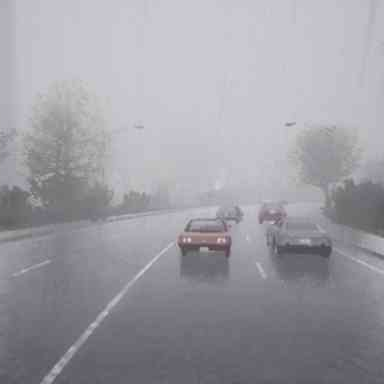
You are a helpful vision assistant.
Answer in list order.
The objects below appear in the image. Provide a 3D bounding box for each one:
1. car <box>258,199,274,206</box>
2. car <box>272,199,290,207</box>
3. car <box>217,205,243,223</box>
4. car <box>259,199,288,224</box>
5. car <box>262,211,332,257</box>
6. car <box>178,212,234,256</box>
[{"bbox_3d":[16.092,2.216,72.372,1.812,1.442,4.674,0,-1,35],"label":"car"},{"bbox_3d":[18.806,2.216,70.156,2.128,1.511,4.902,0,-1,35],"label":"car"},{"bbox_3d":[3.244,1.817,28.219,2.033,1.411,5.357,0,-1,14],"label":"car"},{"bbox_3d":[6.670,1.622,27.474,2.097,1.767,4.553,0,-1,14],"label":"car"},{"bbox_3d":[4.195,1.700,13.596,1.994,1.385,4.181,0,-1,7],"label":"car"},{"bbox_3d":[0.687,1.731,13.796,1.895,1.301,4.718,0,0,7],"label":"car"}]
